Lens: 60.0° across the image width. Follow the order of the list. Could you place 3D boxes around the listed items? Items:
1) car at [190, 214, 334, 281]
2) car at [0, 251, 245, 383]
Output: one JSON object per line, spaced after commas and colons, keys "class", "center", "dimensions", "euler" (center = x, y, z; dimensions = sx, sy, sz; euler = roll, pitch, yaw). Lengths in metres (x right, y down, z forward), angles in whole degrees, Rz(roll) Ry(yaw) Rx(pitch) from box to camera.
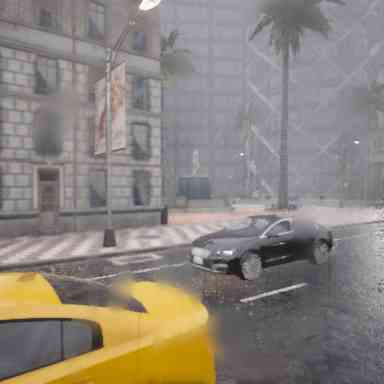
{"class": "car", "center": [2.165, 1.431, 9.755], "dimensions": [4.902, 1.511, 2.128], "euler": [-1, 0, -35]}
{"class": "car", "center": [-2.117, 1.480, 2.432], "dimensions": [5.008, 1.535, 1.882], "euler": [0, 0, -35]}
